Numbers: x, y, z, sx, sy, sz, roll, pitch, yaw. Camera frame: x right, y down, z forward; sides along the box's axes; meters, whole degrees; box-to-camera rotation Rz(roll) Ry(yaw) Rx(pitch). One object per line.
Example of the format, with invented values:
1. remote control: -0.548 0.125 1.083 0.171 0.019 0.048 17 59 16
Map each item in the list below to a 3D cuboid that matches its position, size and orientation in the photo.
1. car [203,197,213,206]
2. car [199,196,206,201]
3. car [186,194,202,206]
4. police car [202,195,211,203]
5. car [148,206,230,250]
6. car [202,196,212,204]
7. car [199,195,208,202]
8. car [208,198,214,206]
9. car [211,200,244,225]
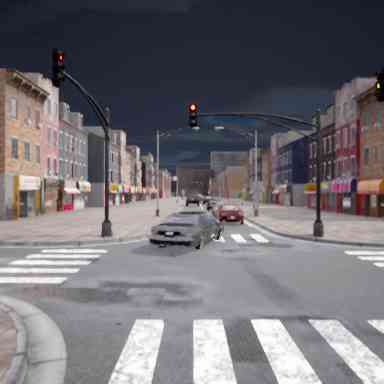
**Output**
1. car: 2.696 1.589 41.146 1.947 1.339 4.313 0 0 0
2. car: 2.760 1.745 86.583 1.802 1.307 4.206 0 0 0
3. car: 0.127 1.276 54.063 2.150 2.045 5.566 0 0 1
4. police car: 3.097 1.506 62.387 1.930 1.638 5.238 0 0 0
5. car: -0.047 1.551 14.407 2.033 1.411 5.357 0 0 18
6. car: 3.122 1.630 69.277 1.812 1.442 4.674 0 0 0
7. car: 2.752 1.583 80.904 1.967 1.590 4.097 0 0 0
8. car: 2.682 1.531 29.957 1.752 1.417 4.829 0 0 0
9. car: 2.673 1.545 24.107 1.887 1.381 4.507 0 0 0
